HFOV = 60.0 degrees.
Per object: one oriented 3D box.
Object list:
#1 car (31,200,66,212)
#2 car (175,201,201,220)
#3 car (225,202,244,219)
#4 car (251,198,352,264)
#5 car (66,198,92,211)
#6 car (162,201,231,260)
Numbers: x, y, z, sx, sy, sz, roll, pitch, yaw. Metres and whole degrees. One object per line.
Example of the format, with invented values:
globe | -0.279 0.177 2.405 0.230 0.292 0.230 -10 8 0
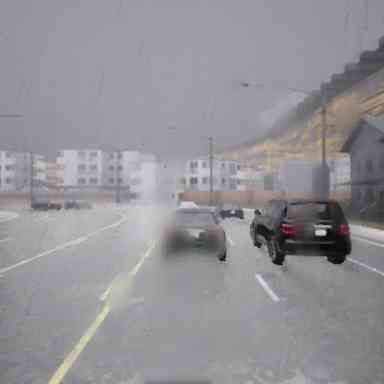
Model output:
car | -17.561 1.621 40.124 4.718 1.301 1.895 0 0 41
car | -0.452 1.541 29.032 1.812 1.442 4.674 0 0 -7
car | 3.080 1.579 28.777 1.994 1.385 4.181 0 0 -6
car | 3.588 1.227 11.926 2.150 2.045 5.566 0 0 0
car | -14.397 1.547 42.029 4.674 1.442 1.812 0 0 44
car | 0.087 1.360 12.541 2.097 1.767 4.553 0 0 0
